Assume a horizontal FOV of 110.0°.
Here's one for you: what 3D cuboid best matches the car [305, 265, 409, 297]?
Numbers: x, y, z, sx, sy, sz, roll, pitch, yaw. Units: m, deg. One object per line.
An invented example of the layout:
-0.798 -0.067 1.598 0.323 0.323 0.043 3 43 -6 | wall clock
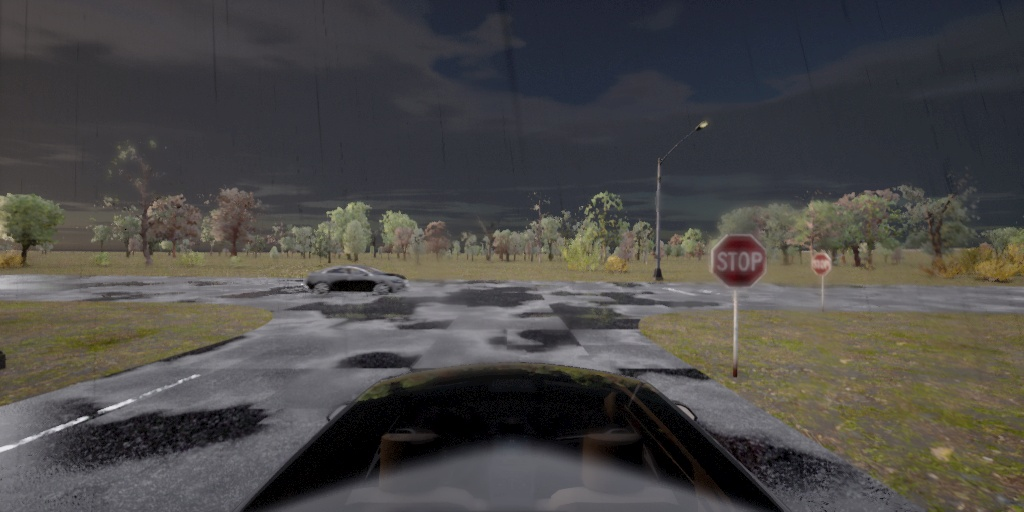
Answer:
-7.708 1.204 18.042 4.902 1.511 2.128 0 0 0 | car
